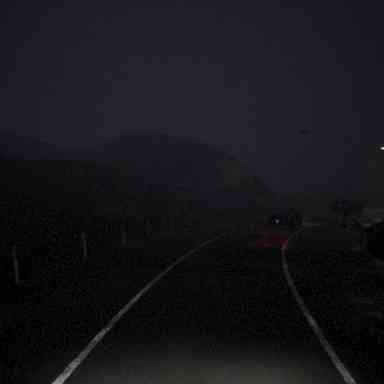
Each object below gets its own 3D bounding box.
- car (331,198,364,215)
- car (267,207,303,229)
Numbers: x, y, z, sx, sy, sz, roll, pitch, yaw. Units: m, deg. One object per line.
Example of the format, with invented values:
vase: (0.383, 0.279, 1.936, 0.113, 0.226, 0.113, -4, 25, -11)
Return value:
car: (17.612, 1.527, 37.585, 4.553, 1.767, 2.097, -2, 5, -41)
car: (7.065, 1.855, 25.128, 1.812, 1.442, 4.674, 2, 1, 29)
